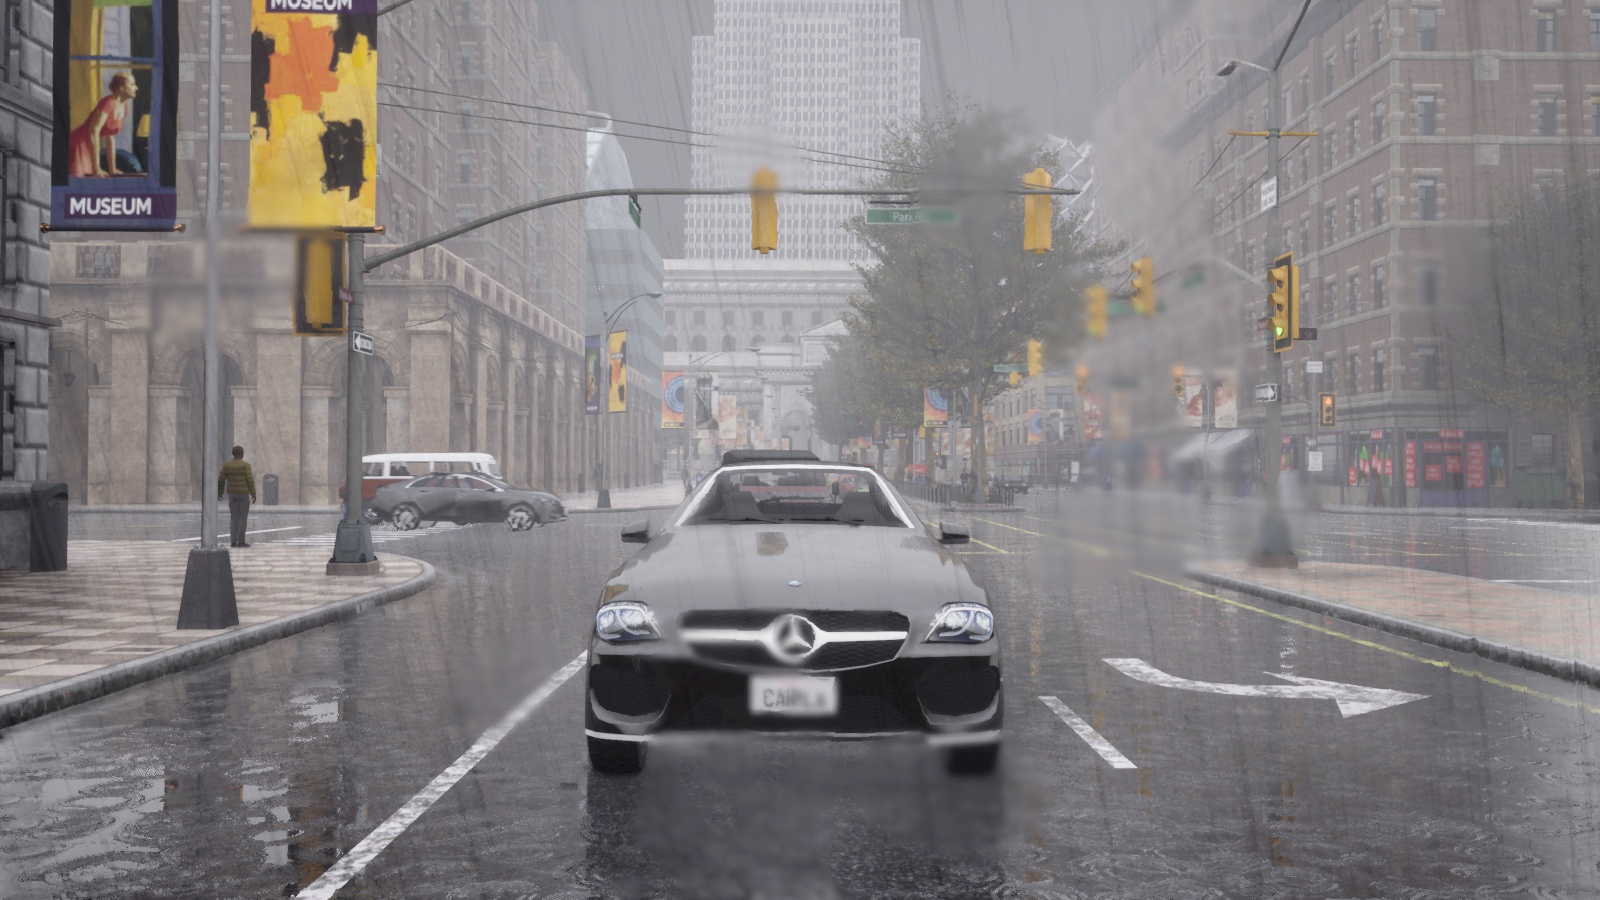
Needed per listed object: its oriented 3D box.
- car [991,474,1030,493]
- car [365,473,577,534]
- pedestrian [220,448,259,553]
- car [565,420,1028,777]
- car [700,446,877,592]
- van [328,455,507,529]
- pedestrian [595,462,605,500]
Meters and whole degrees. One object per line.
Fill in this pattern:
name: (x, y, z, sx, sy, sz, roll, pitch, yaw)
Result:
car: (14.753, 2.335, 88.276, 1.895, 1.301, 4.718, 0, -1, 0)
car: (-8.389, 1.346, 32.337, 4.902, 1.511, 2.128, 0, -1, 0)
pedestrian: (-9.985, 0.886, 22.381, 0.370, 1.835, 0.726, 0, -1, 1)
car: (-0.025, 0.733, 8.363, 2.152, 1.651, 5.027, 0, -1, 0)
car: (-0.294, 0.918, 18.273, 1.905, 1.878, 3.866, 0, -1, -11)
van: (-10.829, 1.181, 35.811, 4.480, 2.038, 2.069, 0, -1, 0)
pedestrian: (-10.202, 1.585, 64.084, 0.423, 1.949, 0.788, 0, -1, 0)
